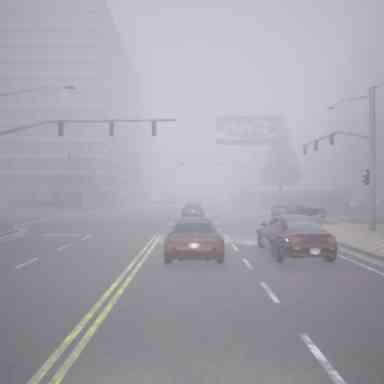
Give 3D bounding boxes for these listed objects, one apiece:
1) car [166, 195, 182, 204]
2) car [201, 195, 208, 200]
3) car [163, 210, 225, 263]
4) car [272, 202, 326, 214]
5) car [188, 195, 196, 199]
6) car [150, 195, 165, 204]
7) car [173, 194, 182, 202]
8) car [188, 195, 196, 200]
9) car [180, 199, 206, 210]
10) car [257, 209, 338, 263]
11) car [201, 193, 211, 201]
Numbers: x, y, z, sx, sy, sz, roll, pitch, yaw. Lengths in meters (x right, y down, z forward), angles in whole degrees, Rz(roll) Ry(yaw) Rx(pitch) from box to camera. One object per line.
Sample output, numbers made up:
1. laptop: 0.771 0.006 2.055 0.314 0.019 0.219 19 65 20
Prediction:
1. car: -3.508 1.676 65.316 1.895 1.301 4.718 0 0 0
2. car: 3.498 1.579 93.226 1.812 1.442 4.674 0 0 0
3. car: 0.075 1.578 11.969 1.994 1.385 4.181 0 0 0
4. car: 8.602 1.522 26.636 4.902 1.511 2.128 0 -1 -28
5. car: -0.001 1.618 83.554 2.128 1.511 4.902 0 0 0
6. car: -7.010 1.601 65.350 1.812 1.442 4.674 0 0 0
7. car: -3.501 1.449 81.332 2.097 1.767 4.553 0 0 0
8. car: -0.002 1.594 93.225 2.033 1.411 5.357 0 0 0
9. car: 0.085 1.599 30.086 1.994 1.385 4.181 0 0 0
10. car: 3.573 1.539 11.911 1.812 1.442 4.674 0 0 0
11. car: 3.499 1.318 83.594 2.150 2.045 5.566 0 0 0
